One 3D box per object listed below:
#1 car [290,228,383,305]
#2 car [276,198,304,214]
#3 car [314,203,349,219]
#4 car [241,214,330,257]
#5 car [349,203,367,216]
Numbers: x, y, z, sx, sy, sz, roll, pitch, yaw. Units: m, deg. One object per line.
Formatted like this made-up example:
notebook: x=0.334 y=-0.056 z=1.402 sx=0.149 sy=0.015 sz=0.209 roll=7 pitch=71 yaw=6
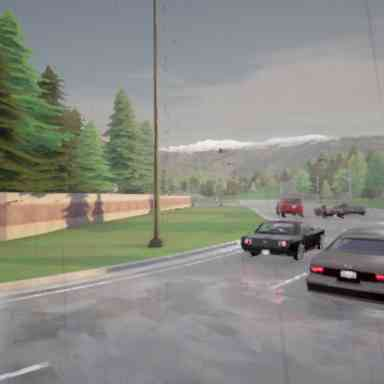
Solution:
car: x=4.537 y=1.623 z=8.255 sx=2.033 sy=1.411 sz=5.357 roll=-1 pitch=-1 yaw=39
car: x=10.458 y=1.621 z=35.684 sx=2.150 sy=2.045 sz=5.566 roll=-1 pitch=-1 yaw=7
car: x=13.702 y=1.935 z=33.401 sx=1.895 sy=1.301 sz=4.718 roll=-1 pitch=-1 yaw=7
car: x=3.754 y=1.751 z=13.026 sx=1.895 sy=1.301 sz=4.718 roll=-1 pitch=-1 yaw=35
car: x=17.716 y=1.897 z=37.363 sx=2.033 sy=1.411 sz=5.357 roll=-1 pitch=-1 yaw=7
